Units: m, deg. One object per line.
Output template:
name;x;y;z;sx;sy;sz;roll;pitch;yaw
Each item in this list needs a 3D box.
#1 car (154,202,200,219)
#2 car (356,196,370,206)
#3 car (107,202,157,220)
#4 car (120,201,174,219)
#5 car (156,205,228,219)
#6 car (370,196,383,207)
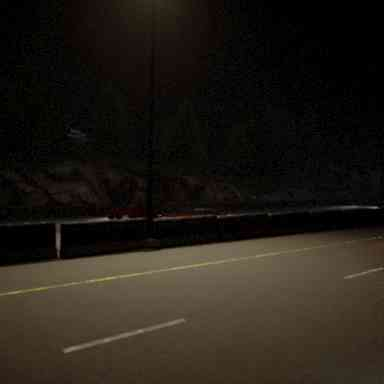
car;0.128;1.658;25.590;5.357;1.411;2.033;0;0;-36
car;28.816;1.488;54.621;4.902;1.511;2.128;-1;0;-35
car;-4.274;1.574;26.747;5.008;1.535;1.882;0;0;-36
car;-4.159;1.637;31.130;4.674;1.442;1.812;0;0;-36
car;0.383;1.699;21.472;4.718;1.301;1.895;0;0;-36
car;30.152;1.550;51.266;5.357;1.411;2.033;-1;0;-35
